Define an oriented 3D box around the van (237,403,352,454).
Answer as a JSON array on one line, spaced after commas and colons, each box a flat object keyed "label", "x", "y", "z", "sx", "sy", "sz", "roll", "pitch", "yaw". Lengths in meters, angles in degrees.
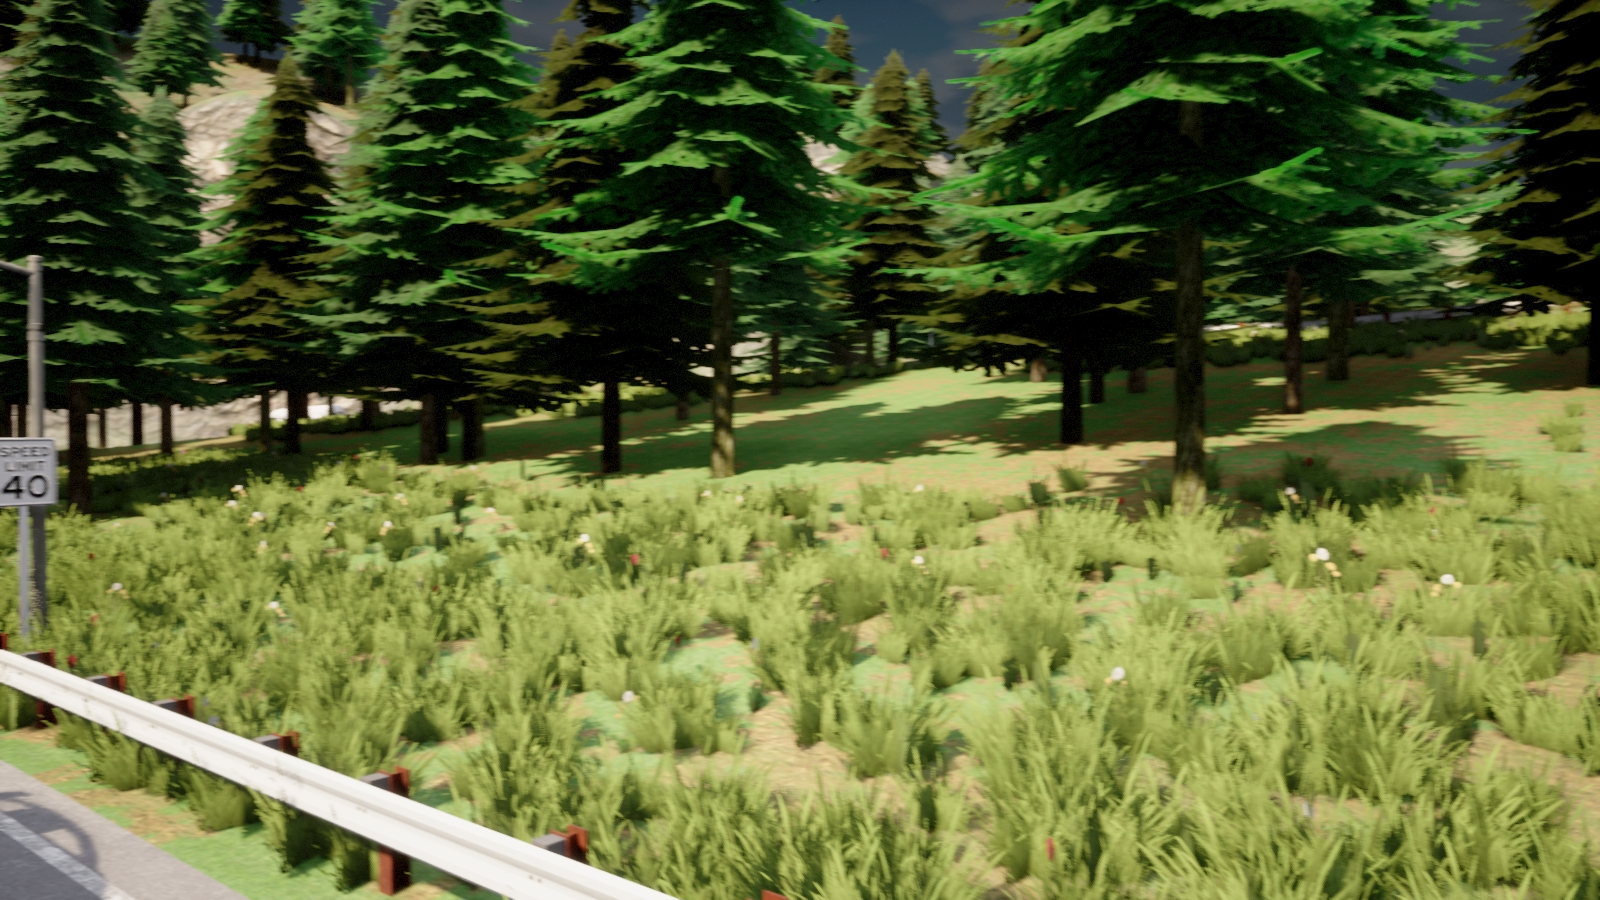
[{"label": "van", "x": -30.810, "y": -1.318, "z": 69.806, "sx": 5.915, "sy": 2.561, "sz": 1.988, "roll": -5, "pitch": 1, "yaw": -1}]
